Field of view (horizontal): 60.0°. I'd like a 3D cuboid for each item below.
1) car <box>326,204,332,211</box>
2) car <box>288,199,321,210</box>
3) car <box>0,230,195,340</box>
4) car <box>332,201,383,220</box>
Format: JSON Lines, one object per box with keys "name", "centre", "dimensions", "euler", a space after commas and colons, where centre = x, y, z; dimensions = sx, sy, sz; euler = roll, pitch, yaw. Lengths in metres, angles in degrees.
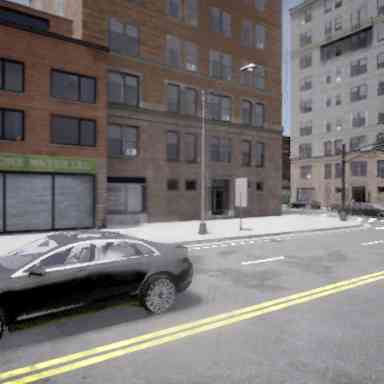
{"name": "car", "centre": [17.786, 1.666, 38.667], "dimensions": [1.802, 1.307, 4.206], "euler": [1, 0, -35]}
{"name": "car", "centre": [14.568, 1.585, 43.207], "dimensions": [1.947, 1.339, 4.313], "euler": [1, 0, -35]}
{"name": "car", "centre": [-2.233, 1.507, 6.082], "dimensions": [4.902, 1.511, 2.128], "euler": [1, 0, -35]}
{"name": "car", "centre": [16.330, 1.705, 30.897], "dimensions": [2.033, 1.411, 5.357], "euler": [0, 1, -35]}
